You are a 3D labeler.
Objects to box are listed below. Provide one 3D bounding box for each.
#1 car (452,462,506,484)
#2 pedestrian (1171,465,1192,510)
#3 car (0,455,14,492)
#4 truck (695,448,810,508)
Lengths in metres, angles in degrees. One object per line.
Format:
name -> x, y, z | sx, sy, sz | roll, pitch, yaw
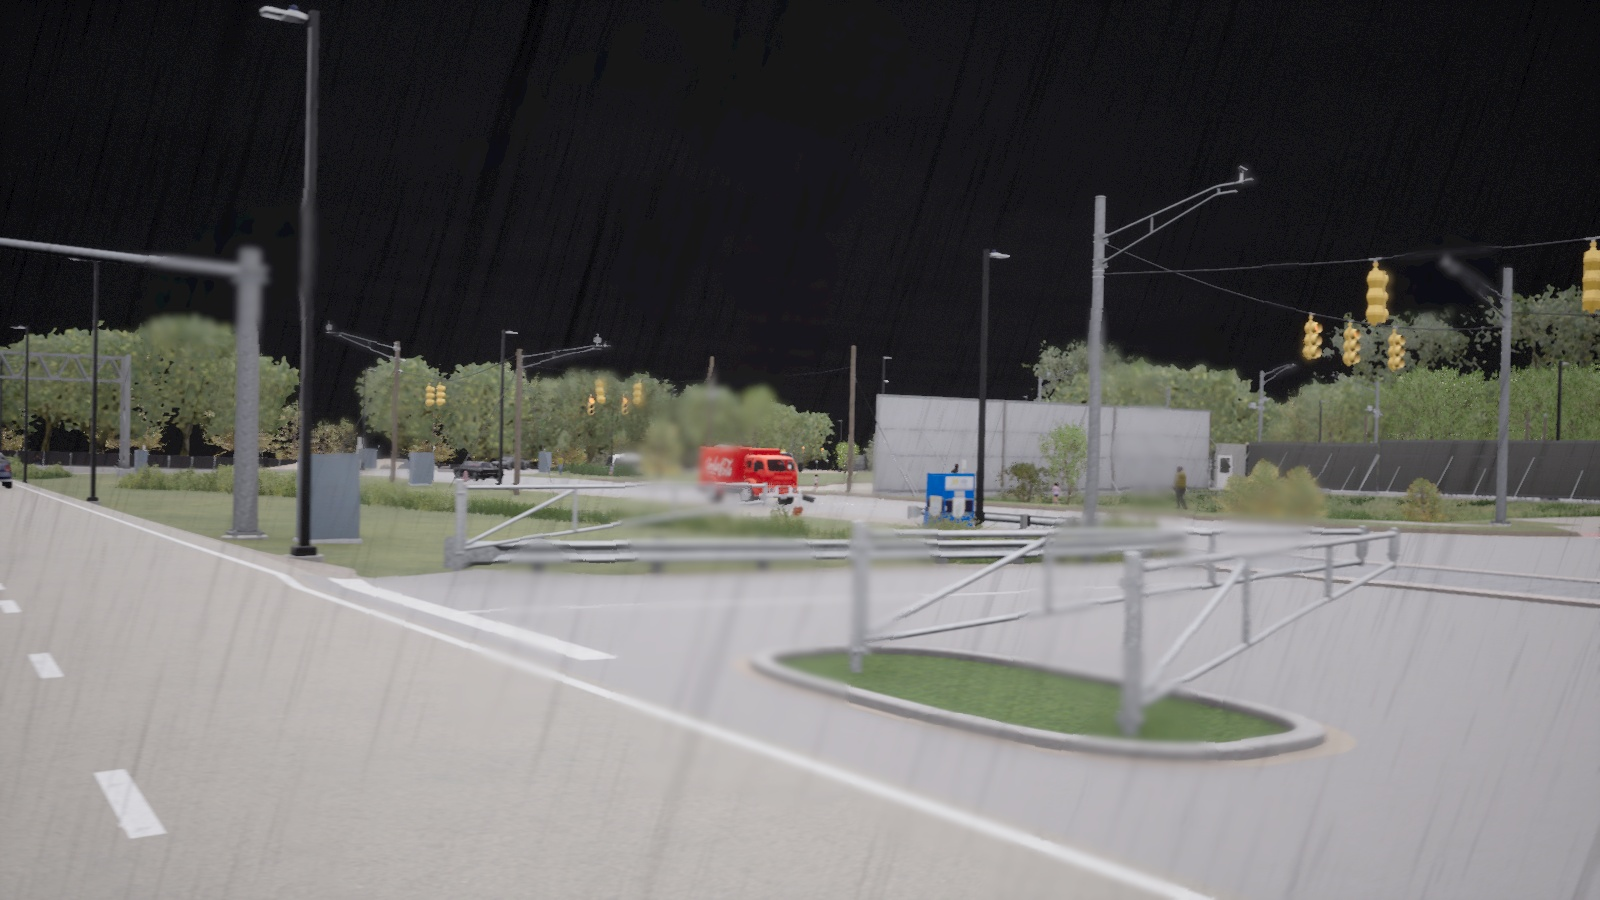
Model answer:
car -> -21.198, 1.509, 82.818 | 1.895, 1.301, 4.718 | 1, 0, -35
pedestrian -> 15.650, 1.527, 51.486 | 0.370, 1.835, 0.726 | 1, 1, -35
car -> -35.064, 1.009, 54.146 | 1.789, 1.549, 3.705 | 1, 0, -35
truck -> -2.161, 1.170, 55.404 | 2.627, 2.467, 5.204 | 1, 0, -35
